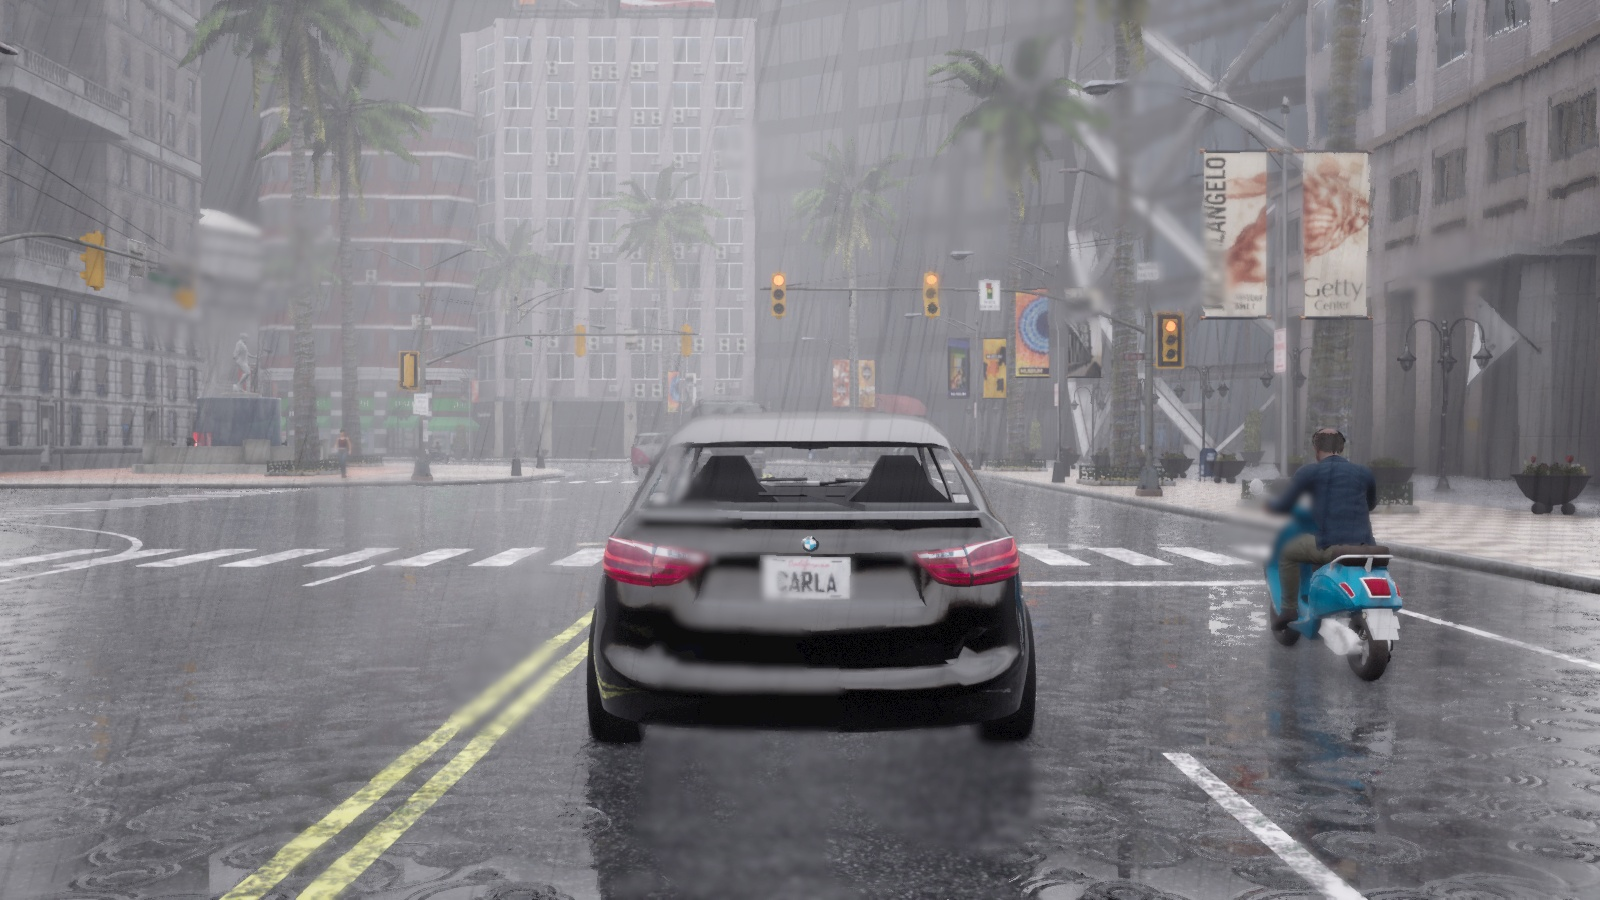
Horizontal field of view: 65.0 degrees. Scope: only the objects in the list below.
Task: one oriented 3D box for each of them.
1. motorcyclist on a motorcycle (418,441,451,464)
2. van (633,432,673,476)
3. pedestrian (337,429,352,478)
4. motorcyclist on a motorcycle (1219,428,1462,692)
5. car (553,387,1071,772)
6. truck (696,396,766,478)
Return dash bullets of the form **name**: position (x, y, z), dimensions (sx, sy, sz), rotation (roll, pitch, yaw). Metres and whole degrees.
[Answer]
- **motorcyclist on a motorcycle**: position (-26.815, 0.156, 92.086), dimensions (2.350, 1.649, 0.766), rotation (0, 1, 21)
- **van**: position (-6.943, 0.161, 58.984), dimensions (1.775, 1.987, 4.442), rotation (0, 0, -8)
- **pedestrian**: position (-16.897, 0.127, 46.594), dimensions (0.345, 1.836, 0.594), rotation (0, 0, -1)
- **motorcyclist on a motorcycle**: position (3.552, 0.655, 8.461), dimensions (0.866, 1.590, 1.817), rotation (0, 0, 1)
- **car**: position (0.062, 0.547, 7.745), dimensions (2.242, 1.667, 4.611), rotation (0, 0, 0)
- **truck**: position (-3.261, -0.562, 57.415), dimensions (2.891, 3.462, 7.936), rotation (0, 0, -6)
